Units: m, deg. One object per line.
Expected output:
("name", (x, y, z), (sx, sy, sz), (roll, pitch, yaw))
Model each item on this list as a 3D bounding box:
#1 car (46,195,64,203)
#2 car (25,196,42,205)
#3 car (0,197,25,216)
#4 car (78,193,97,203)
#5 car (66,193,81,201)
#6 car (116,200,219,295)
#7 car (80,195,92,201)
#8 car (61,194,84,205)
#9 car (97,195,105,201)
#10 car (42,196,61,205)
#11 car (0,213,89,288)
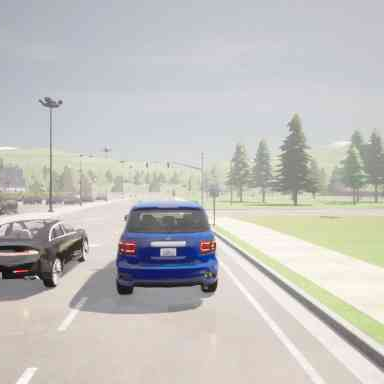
("car", (-29.448, 1.529, 71.620), (2.128, 1.511, 4.902), (0, 0, -5))
("car", (-28.462, 1.508, 59.772), (1.837, 1.490, 4.892), (0, 0, -4))
("car", (-18.587, 1.493, 32.457), (2.128, 1.511, 4.902), (0, 0, -7))
("car", (-22.408, 1.482, 71.450), (1.882, 1.535, 5.008), (0, 0, -5))
("car", (-30.713, 1.216, 86.319), (2.150, 2.045, 5.566), (0, 0, -5))
("car", (-0.674, 1.223, 8.940), (2.150, 2.045, 5.566), (0, 0, -5))
("car", (-27.064, 1.557, 84.733), (1.994, 1.385, 4.181), (0, 0, -5))
("car", (-21.450, 1.529, 59.703), (1.812, 1.442, 4.674), (0, 0, -4))
("car", (-23.609, 1.550, 85.408), (1.994, 1.385, 4.181), (0, 0, -5))
("car", (-25.026, 1.508, 60.584), (1.837, 1.490, 4.892), (0, 0, -5))
("car", (-4.208, 1.492, 9.188), (2.128, 1.511, 4.902), (0, 0, -5))
